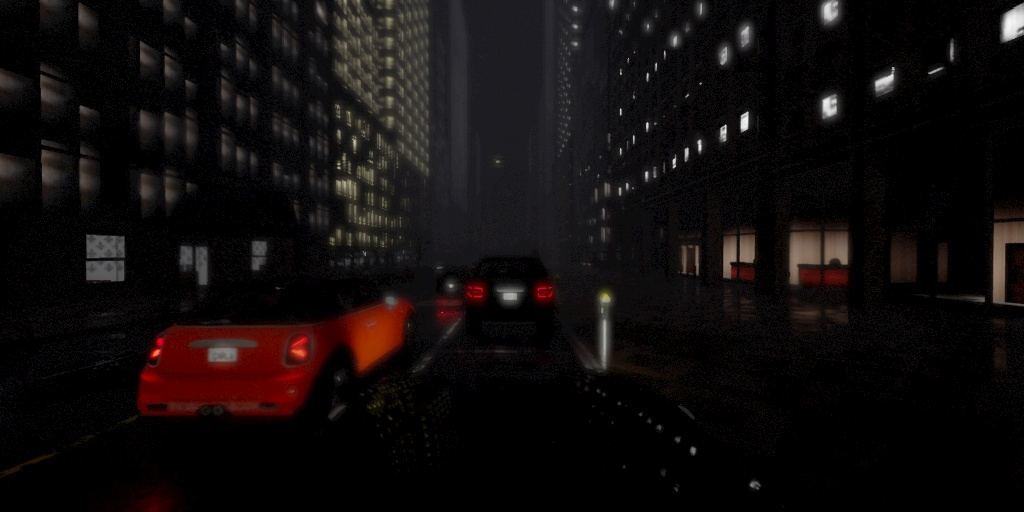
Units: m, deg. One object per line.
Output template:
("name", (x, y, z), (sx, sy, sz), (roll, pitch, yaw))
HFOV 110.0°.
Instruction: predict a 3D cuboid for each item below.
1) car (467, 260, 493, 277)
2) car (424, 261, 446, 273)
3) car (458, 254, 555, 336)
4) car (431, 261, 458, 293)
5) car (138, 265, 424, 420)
("car", (-3.100, 1.236, 35.732), (2.128, 1.511, 4.902), (0, 0, 1))
("car", (-8.837, 1.293, 39.574), (2.007, 1.370, 4.403), (0, 0, 0))
("car", (-0.039, 0.976, 10.531), (2.150, 2.045, 5.566), (0, 0, 0))
("car", (-3.099, 1.253, 20.760), (1.837, 1.490, 4.892), (0, 0, 0))
("car", (-3.146, 1.100, 6.030), (2.097, 1.767, 4.553), (0, 0, 0))
